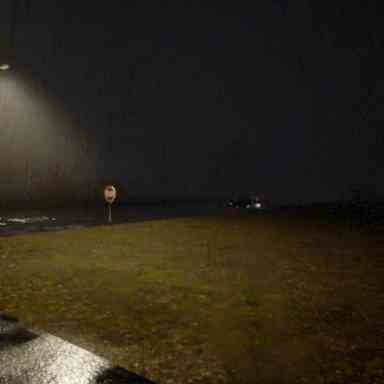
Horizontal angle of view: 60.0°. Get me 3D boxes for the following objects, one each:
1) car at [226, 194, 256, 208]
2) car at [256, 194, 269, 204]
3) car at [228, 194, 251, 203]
[{"bbox_3d":[5.991,1.225,41.932,1.812,1.442,4.674,1,1,34],"label":"car"},{"bbox_3d":[11.226,1.114,55.745,1.882,1.535,5.008,1,1,34],"label":"car"},{"bbox_3d":[8.340,1.057,57.725,1.882,1.535,5.008,1,1,34],"label":"car"}]
